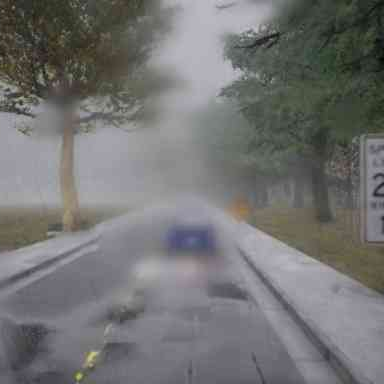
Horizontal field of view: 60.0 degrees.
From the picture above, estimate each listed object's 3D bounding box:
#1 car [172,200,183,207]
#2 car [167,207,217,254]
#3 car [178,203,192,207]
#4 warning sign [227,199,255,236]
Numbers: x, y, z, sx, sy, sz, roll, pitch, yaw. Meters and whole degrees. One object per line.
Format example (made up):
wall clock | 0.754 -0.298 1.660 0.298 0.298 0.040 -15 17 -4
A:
car | -2.792 2.162 64.596 1.994 1.385 4.181 0 0 1
car | 0.023 1.621 14.240 1.882 1.535 5.008 0 0 0
car | 0.009 1.878 28.245 1.895 1.301 4.718 0 0 0
warning sign | 2.515 1.290 17.328 1.300 1.860 1.060 0 -1 0
